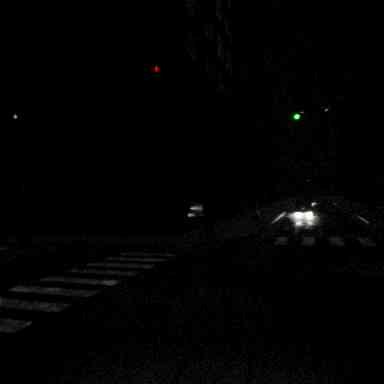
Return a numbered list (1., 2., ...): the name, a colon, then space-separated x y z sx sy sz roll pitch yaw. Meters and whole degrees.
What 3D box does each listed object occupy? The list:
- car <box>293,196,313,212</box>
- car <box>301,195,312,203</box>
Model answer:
1. car: 12.340 1.411 36.864 2.128 1.511 4.902 -2 0 20
2. car: 22.451 1.356 65.030 1.895 1.301 4.718 -2 -1 20
